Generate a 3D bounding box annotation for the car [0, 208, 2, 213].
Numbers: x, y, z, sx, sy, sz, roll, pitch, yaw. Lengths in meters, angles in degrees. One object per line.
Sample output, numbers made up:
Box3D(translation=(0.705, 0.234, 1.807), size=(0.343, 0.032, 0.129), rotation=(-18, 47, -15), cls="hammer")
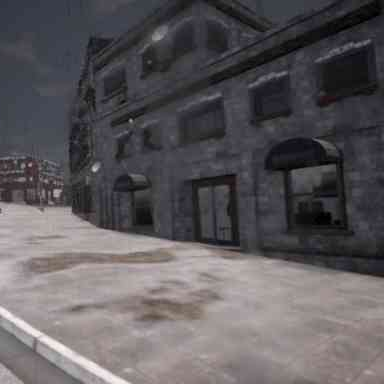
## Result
Box3D(translation=(-27.403, 2.517, 44.380), size=(1.895, 1.301, 4.718), rotation=(-3, -1, -4), cls="car")
